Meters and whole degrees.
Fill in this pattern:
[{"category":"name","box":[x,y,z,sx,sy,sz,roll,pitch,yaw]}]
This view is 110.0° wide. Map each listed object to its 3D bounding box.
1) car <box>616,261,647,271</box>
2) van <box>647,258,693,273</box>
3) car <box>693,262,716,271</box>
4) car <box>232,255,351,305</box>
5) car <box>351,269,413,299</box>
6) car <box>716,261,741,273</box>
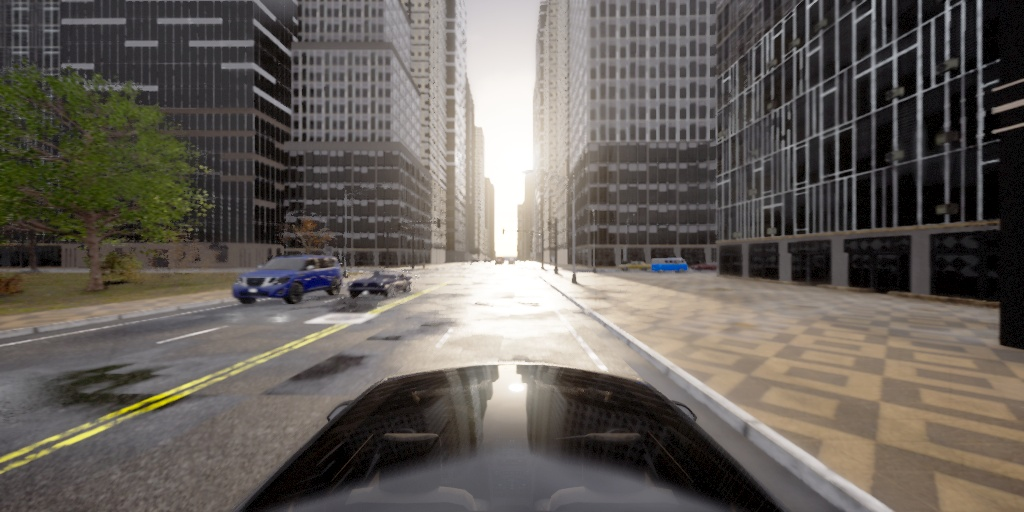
[{"category":"car","box":[17.057,1.352,49.955,4.829,1.417,1.751,0,0,2]},{"category":"van","box":[18.333,1.164,41.784,3.998,1.789,1.690,0,0,2]},{"category":"car","box":[26.892,1.415,49.476,4.207,1.307,1.802,0,0,2]},{"category":"car","box":[-9.858,0.979,16.427,2.150,2.045,5.566,0,0,0]},{"category":"car","box":[-6.606,1.359,18.384,1.895,1.301,4.718,0,0,0]},{"category":"car","box":[26.611,1.268,41.601,4.097,1.591,1.967,0,0,2]}]
